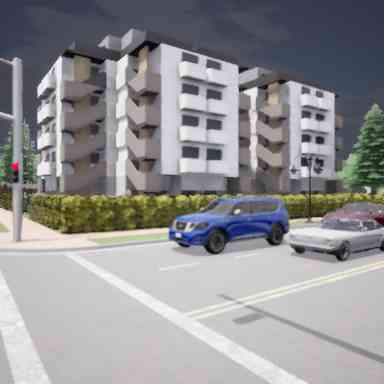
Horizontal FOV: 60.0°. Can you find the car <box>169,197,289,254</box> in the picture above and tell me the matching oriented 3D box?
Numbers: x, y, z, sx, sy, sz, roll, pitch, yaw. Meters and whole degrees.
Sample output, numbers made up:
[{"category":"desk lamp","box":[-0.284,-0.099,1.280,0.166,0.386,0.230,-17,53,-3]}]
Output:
[{"category":"car","box":[1.744,1.244,13.905,5.566,2.045,2.150,0,0,-36]}]

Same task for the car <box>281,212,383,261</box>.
[{"category":"car","box":[5.727,1.617,12.468,4.718,1.301,1.895,0,0,-35]}]

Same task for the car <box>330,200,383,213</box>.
[{"category":"car","box":[9.621,1.376,19.213,4.553,1.767,2.097,0,0,-32]}]
